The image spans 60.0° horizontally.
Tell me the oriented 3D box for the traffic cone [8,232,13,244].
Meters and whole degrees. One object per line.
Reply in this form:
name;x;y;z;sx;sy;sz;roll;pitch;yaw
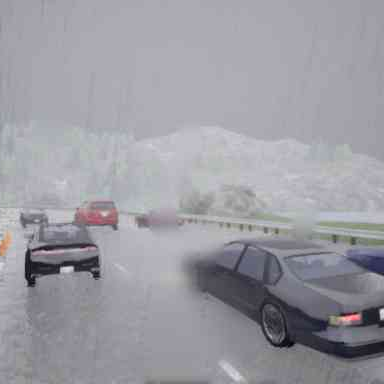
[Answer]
traffic cone;-9.164;2.305;16.618;0.340;0.580;0.340;-1;-1;-25

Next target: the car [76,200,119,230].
car;-6.835;1.620;23.641;2.150;2.045;5.566;0;-1;-28

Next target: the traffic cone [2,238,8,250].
traffic cone;-7.493;2.234;12.984;0.340;0.580;0.340;-1;-1;-25

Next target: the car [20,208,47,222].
car;-12.965;2.066;27.310;1.812;1.442;4.674;0;-1;-30

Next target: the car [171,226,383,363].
car;1.492;1.606;6.485;2.033;1.411;5.357;-1;-1;-23

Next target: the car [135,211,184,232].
car;-2.389;1.920;22.772;1.895;1.301;4.718;-1;-1;-28

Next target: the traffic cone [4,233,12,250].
traffic cone;-8.329;2.269;14.801;0.340;0.580;0.340;-1;-1;-25

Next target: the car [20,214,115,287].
car;-3.975;1.680;10.137;2.128;1.511;4.902;-1;-1;-24
